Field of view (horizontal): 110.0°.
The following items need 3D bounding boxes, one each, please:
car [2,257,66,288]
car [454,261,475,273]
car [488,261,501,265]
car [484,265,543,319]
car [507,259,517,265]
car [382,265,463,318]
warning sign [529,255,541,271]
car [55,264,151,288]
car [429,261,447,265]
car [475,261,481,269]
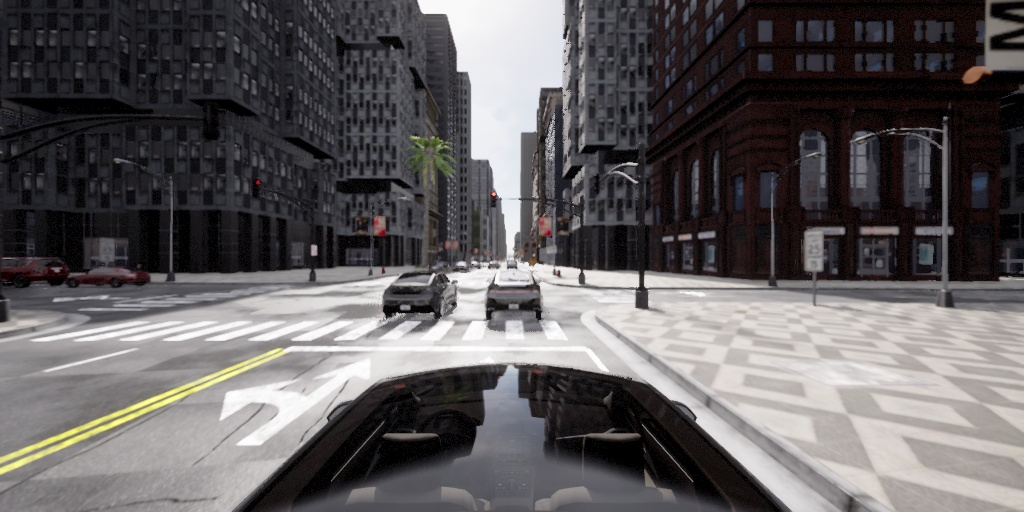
[{"bbox_3d":[-30.703,0.995,22.268,5.009,1.841,2.192,0,0,-1],"label":"car"},{"bbox_3d":[-6.577,1.479,47.453,2.033,1.411,5.357,0,0,0],"label":"car"},{"bbox_3d":[-3.241,1.626,63.188,2.033,1.411,5.357,0,-1,0],"label":"car"},{"bbox_3d":[0.073,1.270,12.955,2.128,1.511,4.902,0,0,0],"label":"car"},{"bbox_3d":[0.034,1.605,61.225,2.033,1.411,5.357,0,-1,0],"label":"car"},{"bbox_3d":[-3.176,1.284,13.147,1.837,1.490,4.892,0,0,0],"label":"car"},{"bbox_3d":[2.857,1.053,48.436,1.300,1.860,1.060,0,0,0],"label":"warning sign"},{"bbox_3d":[-25.064,1.282,22.355,4.207,1.307,1.802,0,0,-1],"label":"car"},{"bbox_3d":[-9.824,1.426,47.905,2.128,1.511,4.902,0,0,0],"label":"car"},{"bbox_3d":[-6.524,1.642,63.299,1.994,1.385,4.181,0,-1,1],"label":"car"}]
